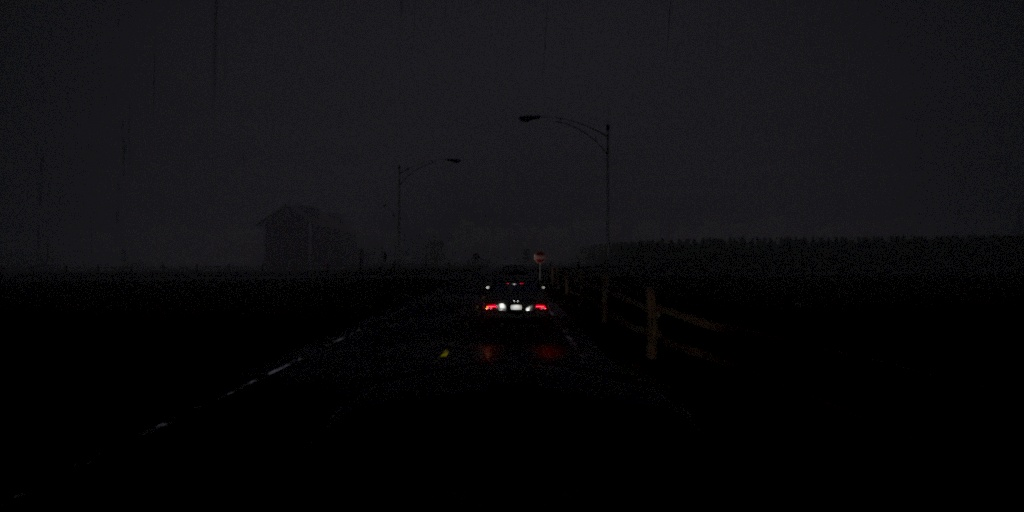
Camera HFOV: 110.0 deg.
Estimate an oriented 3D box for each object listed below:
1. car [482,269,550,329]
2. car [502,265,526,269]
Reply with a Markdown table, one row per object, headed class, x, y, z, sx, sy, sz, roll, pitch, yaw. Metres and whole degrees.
| class | x | y | z | sx | sy | sz | roll | pitch | yaw |
| --- | --- | --- | --- | --- | --- | --- | --- | --- | --- |
| car | 0.112 | 1.300 | 11.235 | 2.033 | 1.411 | 5.357 | 0 | 0 | 0 |
| car | 0.126 | 1.261 | 21.288 | 1.837 | 1.490 | 4.892 | 0 | 0 | 0 |
